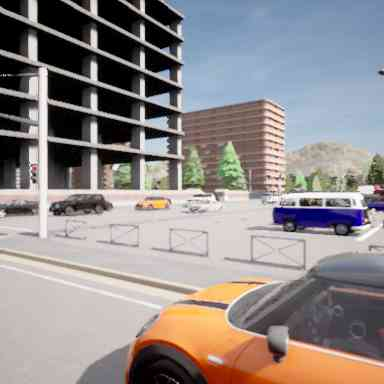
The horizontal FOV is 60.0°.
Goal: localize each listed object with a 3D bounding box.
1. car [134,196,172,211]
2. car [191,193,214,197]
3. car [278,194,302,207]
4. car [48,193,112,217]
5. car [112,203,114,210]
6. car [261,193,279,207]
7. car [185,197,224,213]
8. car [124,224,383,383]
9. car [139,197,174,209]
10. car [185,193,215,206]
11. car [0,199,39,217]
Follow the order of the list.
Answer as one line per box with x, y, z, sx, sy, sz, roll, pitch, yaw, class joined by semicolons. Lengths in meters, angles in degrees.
-4.787;1.295;39.850;2.097;1.767;4.553;0;0;35;car
1.305;1.164;48.423;2.150;2.045;5.566;0;0;36;car
17.398;1.468;58.755;1.812;1.442;4.674;0;0;35;car
-10.679;1.164;31.533;2.150;2.045;5.566;0;0;35;car
-10.833;1.507;37.376;1.994;1.385;4.181;0;0;35;car
14.388;1.164;60.538;2.150;2.045;5.566;0;0;35;car
1.692;1.544;36.546;1.895;1.301;4.718;0;0;35;car
1.529;1.352;2.902;4.553;1.767;2.097;0;0;36;car
-4.793;1.434;45.892;2.128;1.511;4.902;0;0;35;car
1.428;1.163;54.605;2.150;2.045;5.566;0;0;36;car
-15.988;1.434;30.112;2.128;1.511;4.902;0;0;36;car
